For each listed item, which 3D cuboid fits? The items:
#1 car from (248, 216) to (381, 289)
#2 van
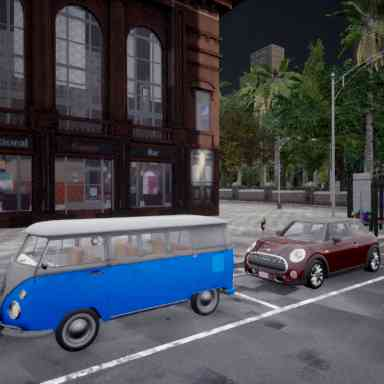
[{"bbox_3d":[3.314,1.439,9.060,4.097,1.590,1.967,0,0,-36],"label":"car"},{"bbox_3d":[-1.087,1.341,5.885,3.998,1.788,1.690,0,0,-36],"label":"van"}]
